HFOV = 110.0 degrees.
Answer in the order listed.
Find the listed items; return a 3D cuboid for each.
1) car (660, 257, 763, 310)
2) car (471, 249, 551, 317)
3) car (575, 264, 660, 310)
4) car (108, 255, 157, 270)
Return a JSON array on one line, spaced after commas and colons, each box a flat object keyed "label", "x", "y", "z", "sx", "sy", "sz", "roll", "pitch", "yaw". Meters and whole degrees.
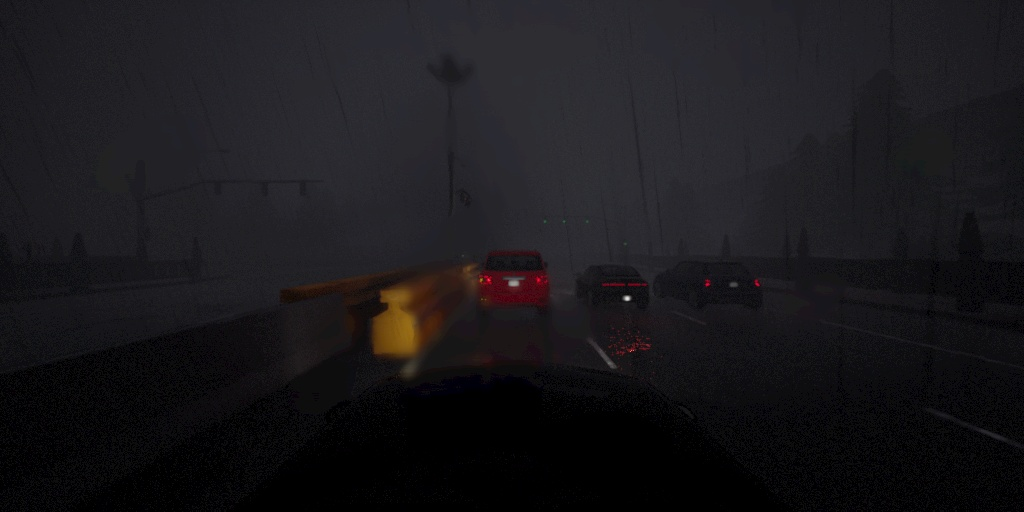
[{"label": "car", "x": 7.108, "y": 0.897, "z": 13.570, "sx": 2.097, "sy": 1.767, "sz": 4.553, "roll": 0, "pitch": 1, "yaw": 1}, {"label": "car", "x": 0.092, "y": 0.787, "z": 12.375, "sx": 2.150, "sy": 2.045, "sz": 5.566, "roll": 0, "pitch": 1, "yaw": 1}, {"label": "car", "x": 3.608, "y": 1.048, "z": 13.559, "sx": 1.837, "sy": 1.490, "sz": 4.892, "roll": 0, "pitch": 0, "yaw": 1}, {"label": "car", "x": -36.420, "y": 0.697, "z": 34.125, "sx": 4.892, "sy": 1.490, "sz": 1.837, "roll": 0, "pitch": 1, "yaw": 0}]
